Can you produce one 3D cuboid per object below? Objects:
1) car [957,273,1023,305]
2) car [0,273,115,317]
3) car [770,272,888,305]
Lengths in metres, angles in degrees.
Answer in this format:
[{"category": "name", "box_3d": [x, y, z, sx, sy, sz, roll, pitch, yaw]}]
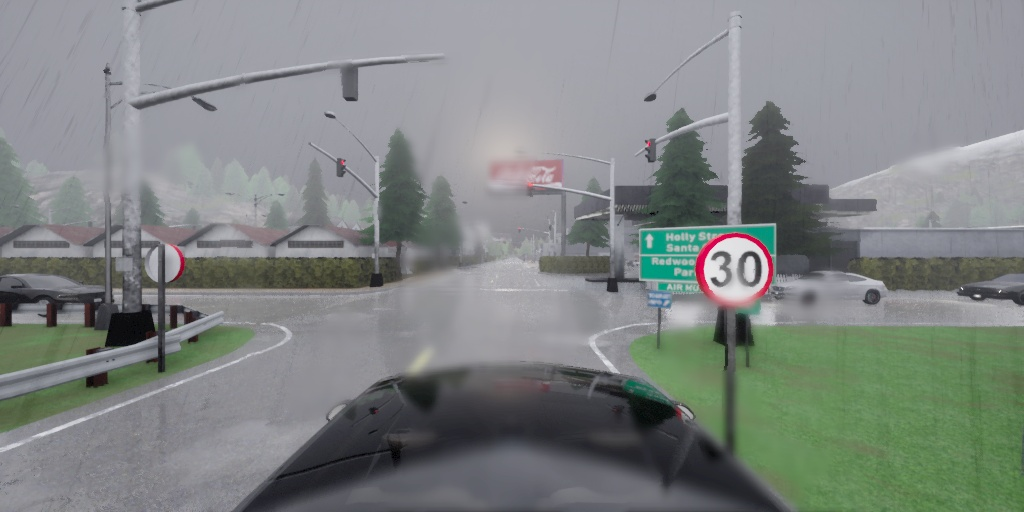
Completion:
[{"category": "car", "box_3d": [24.513, 1.489, 16.797, 5.357, 1.411, 2.033, 0, 0, 1]}, {"category": "car", "box_3d": [-18.340, 1.419, 13.757, 5.008, 1.535, 1.882, 0, 0, 1]}, {"category": "car", "box_3d": [14.858, 1.467, 16.924, 4.674, 1.442, 1.812, 0, 0, 0]}]
